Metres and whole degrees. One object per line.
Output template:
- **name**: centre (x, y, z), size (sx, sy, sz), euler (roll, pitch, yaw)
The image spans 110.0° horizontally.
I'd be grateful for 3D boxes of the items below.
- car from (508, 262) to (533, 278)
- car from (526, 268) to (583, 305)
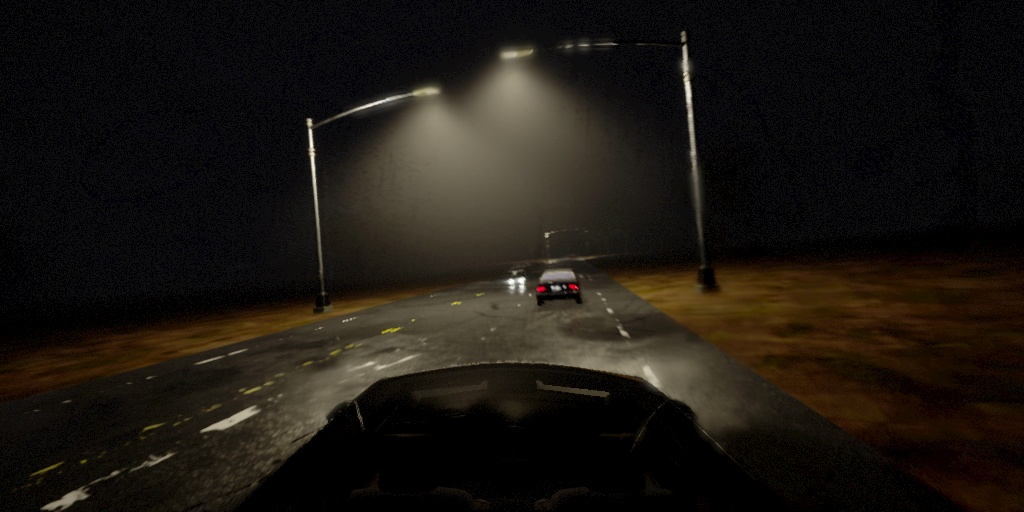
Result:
- **car**: centre (0.978, 1.470, 38.680), size (2.128, 1.511, 4.902), euler (-5, 0, 17)
- **car**: centre (2.145, 1.250, 15.956), size (2.033, 1.411, 5.357), euler (-5, -1, 10)
